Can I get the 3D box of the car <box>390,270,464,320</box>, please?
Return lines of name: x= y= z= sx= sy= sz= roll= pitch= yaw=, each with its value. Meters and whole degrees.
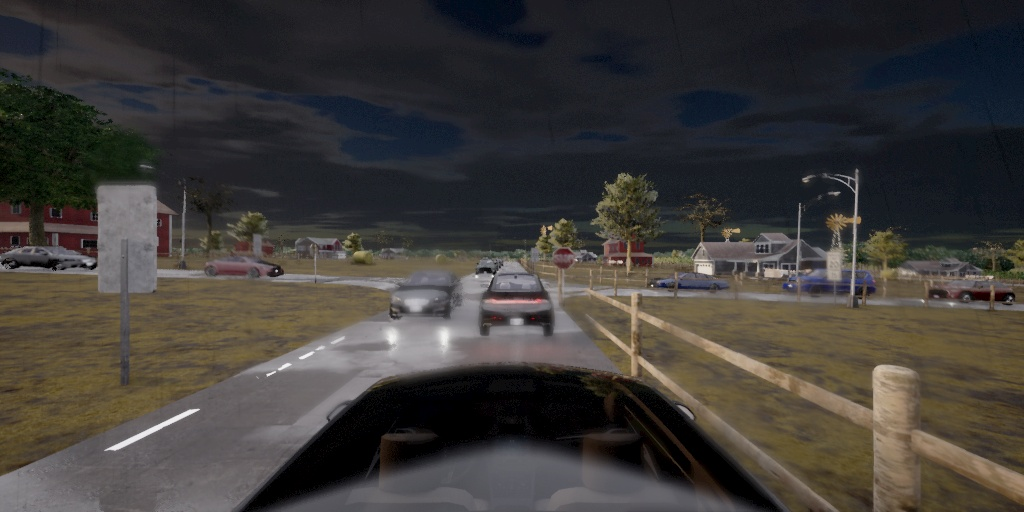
car: x=-2.797 y=1.248 z=12.661 sx=2.128 sy=1.511 sz=4.902 roll=0 pitch=0 yaw=-2

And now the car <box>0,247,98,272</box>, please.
car: x=-29.596 y=0.183 z=23.066 sx=4.902 sy=1.511 sz=2.128 roll=2 pitch=0 yaw=0

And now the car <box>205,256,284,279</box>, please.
car: x=-17.123 y=0.715 z=23.056 sx=4.181 sy=1.385 sz=1.994 roll=2 pitch=0 yaw=0

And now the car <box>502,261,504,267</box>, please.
car: x=-2.732 y=1.357 z=59.864 sx=2.033 sy=1.411 sz=5.357 roll=0 pitch=0 yaw=1

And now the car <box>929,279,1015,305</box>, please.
car: x=33.064 y=2.482 z=25.976 sx=4.553 sy=1.767 sz=2.097 roll=2 pitch=0 yaw=0

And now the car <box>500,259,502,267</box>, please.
car: x=-2.757 y=1.297 z=49.575 sx=1.837 sy=1.490 sz=4.892 roll=0 pitch=0 yaw=0

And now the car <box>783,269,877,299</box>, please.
car: x=22.975 y=1.939 z=25.990 sx=5.566 sy=2.045 sz=2.150 roll=2 pitch=0 yaw=0

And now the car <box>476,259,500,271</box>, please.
car: x=-2.785 y=1.133 z=39.674 sx=2.097 sy=1.767 sz=4.553 roll=0 pitch=0 yaw=0

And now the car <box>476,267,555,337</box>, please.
car: x=0.112 y=1.246 z=10.370 sx=2.128 sy=1.511 sz=4.902 roll=0 pitch=0 yaw=0

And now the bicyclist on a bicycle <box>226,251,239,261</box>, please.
bicyclist on a bicycle: x=-22.572 y=0.419 z=29.046 sx=0.582 sy=1.620 sz=1.656 roll=2 pitch=0 yaw=0

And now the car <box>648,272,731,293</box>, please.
car: x=12.786 y=1.860 z=25.956 sx=5.357 sy=1.411 sz=2.033 roll=2 pitch=0 yaw=-1
